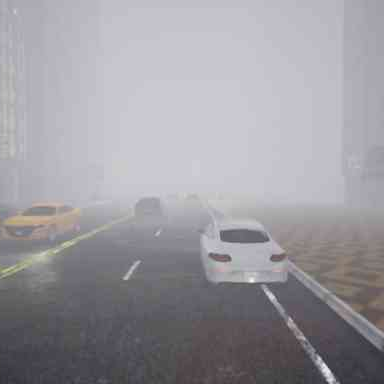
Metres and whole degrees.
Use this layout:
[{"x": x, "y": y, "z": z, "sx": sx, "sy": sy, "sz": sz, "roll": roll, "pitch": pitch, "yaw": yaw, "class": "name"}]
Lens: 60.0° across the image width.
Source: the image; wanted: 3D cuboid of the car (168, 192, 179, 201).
[{"x": -3.160, "y": 0.744, "z": 54.917, "sx": 1.994, "sy": 1.385, "sz": 4.181, "roll": 0, "pitch": 1, "yaw": 0, "class": "car"}]

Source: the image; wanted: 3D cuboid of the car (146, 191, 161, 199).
[{"x": -6.510, "y": 0.468, "z": 56.664, "sx": 1.895, "sy": 1.301, "sz": 4.718, "roll": 0, "pitch": 1, "yaw": 0, "class": "car"}]

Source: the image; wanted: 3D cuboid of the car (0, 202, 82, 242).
[{"x": -6.600, "y": 1.250, "z": 15.181, "sx": 1.882, "sy": 1.535, "sz": 5.008, "roll": 0, "pitch": 1, "yaw": 0, "class": "car"}]

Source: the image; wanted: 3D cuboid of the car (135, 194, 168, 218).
[{"x": -3.155, "y": 1.093, "z": 25.710, "sx": 1.882, "sy": 1.535, "sz": 5.008, "roll": 0, "pitch": 1, "yaw": 0, "class": "car"}]

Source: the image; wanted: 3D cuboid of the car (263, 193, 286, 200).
[{"x": 15.910, "y": 0.869, "z": 64.159, "sx": 4.403, "sy": 1.369, "sz": 2.008, "roll": 1, "pitch": 1, "yaw": -1, "class": "car"}]

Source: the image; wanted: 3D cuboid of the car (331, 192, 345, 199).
[{"x": 32.738, "y": 0.658, "z": 72.878, "sx": 4.097, "sy": 1.590, "sz": 1.967, "roll": 1, "pitch": 1, "yaw": -1, "class": "car"}]

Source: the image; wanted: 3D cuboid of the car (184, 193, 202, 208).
[{"x": 0.070, "y": 0.916, "z": 37.548, "sx": 1.882, "sy": 1.535, "sz": 5.008, "roll": 0, "pitch": 1, "yaw": 0, "class": "car"}]

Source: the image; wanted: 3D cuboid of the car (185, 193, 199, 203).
[{"x": 0.006, "y": 0.809, "z": 50.596, "sx": 1.994, "sy": 1.385, "sz": 4.181, "roll": 0, "pitch": 1, "yaw": 0, "class": "car"}]

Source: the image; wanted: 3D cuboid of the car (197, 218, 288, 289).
[{"x": 1.136, "y": 1.395, "z": 8.662, "sx": 1.812, "sy": 1.442, "sz": 4.674, "roll": 0, "pitch": 1, "yaw": 0, "class": "car"}]
